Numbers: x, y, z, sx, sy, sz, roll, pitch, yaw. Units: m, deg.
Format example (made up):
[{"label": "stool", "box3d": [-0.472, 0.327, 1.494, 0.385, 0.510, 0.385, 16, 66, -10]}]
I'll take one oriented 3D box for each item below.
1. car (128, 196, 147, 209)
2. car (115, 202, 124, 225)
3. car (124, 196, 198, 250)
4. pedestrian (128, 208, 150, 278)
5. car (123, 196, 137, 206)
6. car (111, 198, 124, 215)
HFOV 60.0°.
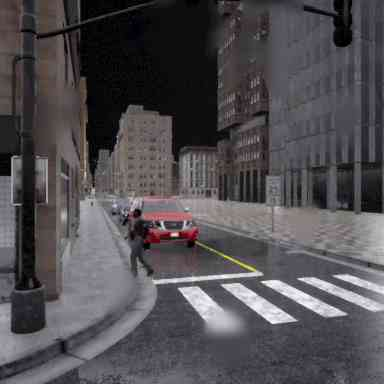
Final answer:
[{"label": "car", "box3d": [-7.871, 1.407, 47.500, 2.097, 1.767, 4.553, 0, 0, -17]}, {"label": "car", "box3d": [-4.311, 1.628, 24.416, 1.895, 1.301, 4.718, 0, 0, -17]}, {"label": "car", "box3d": [-1.524, 1.238, 15.002, 2.150, 2.045, 5.566, 0, 0, -19]}, {"label": "pedestrian", "box3d": [-1.392, 1.303, 8.711, 0.375, 1.860, 0.375, 0, 0, -17]}, {"label": "car", "box3d": [-10.692, 1.543, 56.928, 1.882, 1.535, 5.008, 0, 0, -17]}, {"label": "car", "box3d": [-7.161, 1.390, 33.990, 2.097, 1.767, 4.553, 0, 0, -17]}]
